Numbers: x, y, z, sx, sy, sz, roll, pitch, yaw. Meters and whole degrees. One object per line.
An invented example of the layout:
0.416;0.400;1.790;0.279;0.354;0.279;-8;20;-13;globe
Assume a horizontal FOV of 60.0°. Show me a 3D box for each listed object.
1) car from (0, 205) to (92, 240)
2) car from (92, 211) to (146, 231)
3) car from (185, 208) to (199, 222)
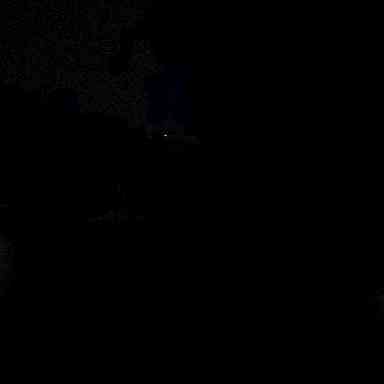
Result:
-8.652;1.642;19.060;2.192;1.841;5.009;-1;-2;36;car
-5.317;1.957;23.695;1.752;1.417;4.829;-1;-2;36;car
1.056;2.198;32.562;1.947;1.339;4.313;-1;-2;36;car
